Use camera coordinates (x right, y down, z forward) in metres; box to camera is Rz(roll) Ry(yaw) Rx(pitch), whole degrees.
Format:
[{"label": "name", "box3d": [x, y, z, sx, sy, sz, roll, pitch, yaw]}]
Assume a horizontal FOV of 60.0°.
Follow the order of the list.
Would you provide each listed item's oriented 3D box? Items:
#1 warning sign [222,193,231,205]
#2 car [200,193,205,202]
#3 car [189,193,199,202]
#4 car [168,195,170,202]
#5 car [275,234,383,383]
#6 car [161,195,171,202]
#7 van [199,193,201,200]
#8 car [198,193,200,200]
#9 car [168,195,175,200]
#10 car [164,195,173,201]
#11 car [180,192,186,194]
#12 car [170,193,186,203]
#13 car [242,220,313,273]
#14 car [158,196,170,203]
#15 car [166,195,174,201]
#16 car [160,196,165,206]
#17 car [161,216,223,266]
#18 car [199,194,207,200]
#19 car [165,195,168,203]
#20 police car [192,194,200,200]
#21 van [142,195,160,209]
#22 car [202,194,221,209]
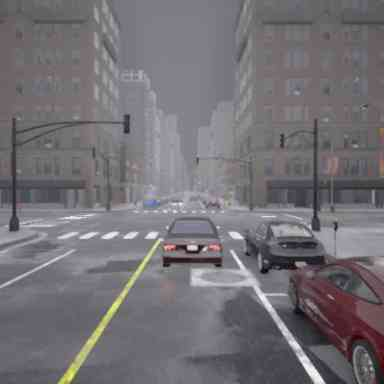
[{"label": "warning sign", "box3d": [5.225, 1.059, 50.993, 1.300, 1.860, 1.060, 0, 0, 0]}, {"label": "car", "box3d": [2.846, 1.378, 56.348, 1.967, 1.590, 4.097, 0, 0, 0]}, {"label": "car", "box3d": [0.255, 1.501, 74.610, 1.895, 1.301, 4.718, 0, 0, 0]}, {"label": "car", "box3d": [-5.656, 1.513, 62.048, 1.802, 1.307, 4.206, 0, 0, 0]}, {"label": "car", "box3d": [2.666, 1.576, 4.766, 1.802, 1.307, 4.206, 0, 0, 0]}, {"label": "car", "box3d": [-5.609, 1.442, 73.214, 1.752, 1.417, 4.829, 0, 0, 0]}, {"label": "van", "box3d": [2.893, 1.265, 67.686, 1.690, 1.788, 3.998, 0, 0, 0]}, {"label": "car", "box3d": [2.918, 1.442, 73.525, 1.752, 1.417, 4.829, 0, 0, 0]}, {"label": "car", "box3d": [-5.538, 1.418, 90.219, 1.752, 1.417, 4.829, 0, 0, 0]}, {"label": "car", "box3d": [-5.584, 1.475, 79.053, 1.947, 1.339, 4.313, 0, 0, 0]}, {"label": "car", "box3d": [-2.725, 1.076, 79.596, 1.994, 1.385, 4.181, 0, 0, 0]}, {"label": "car", "box3d": [-2.812, 1.491, 64.224, 1.994, 1.385, 4.181, 0, 0, 1]}, {"label": "car", "box3d": [2.665, 1.538, 10.360, 2.008, 1.369, 4.403, 0, 0, 0]}, {"label": "car", "box3d": [-5.632, 1.490, 67.716, 1.947, 1.339, 4.313, 0, 0, 0]}, {"label": "car", "box3d": [-5.561, 1.445, 84.720, 1.887, 1.381, 4.507, 0, 0, 0]}, {"label": "car", "box3d": [-5.703, 1.384, 50.711, 1.967, 1.590, 4.097, 0, 0, 0]}, {"label": "car", "box3d": [0.023, 1.534, 11.402, 2.033, 1.411, 5.357, 0, 0, 0]}, {"label": "car", "box3d": [2.988, 1.332, 90.364, 1.967, 1.590, 4.097, 0, 0, 0]}, {"label": "car", "box3d": [-5.679, 1.503, 56.380, 1.947, 1.339, 4.313, 0, 0, 0]}, {"label": "police car", "box3d": [1.121, 1.316, 91.107, 1.930, 1.638, 5.238, 0, 0, -1]}, {"label": "van", "box3d": [-5.727, 1.290, 45.043, 1.690, 1.788, 3.998, 0, 0, 0]}, {"label": "car", "box3d": [2.799, 1.390, 45.010, 1.967, 1.590, 4.097, 0, 0, 0]}]
